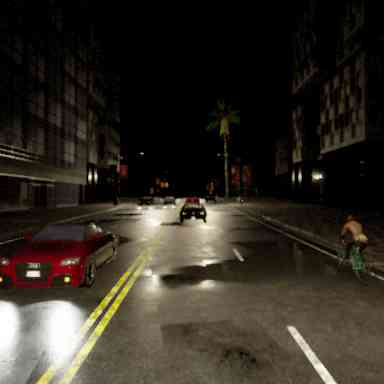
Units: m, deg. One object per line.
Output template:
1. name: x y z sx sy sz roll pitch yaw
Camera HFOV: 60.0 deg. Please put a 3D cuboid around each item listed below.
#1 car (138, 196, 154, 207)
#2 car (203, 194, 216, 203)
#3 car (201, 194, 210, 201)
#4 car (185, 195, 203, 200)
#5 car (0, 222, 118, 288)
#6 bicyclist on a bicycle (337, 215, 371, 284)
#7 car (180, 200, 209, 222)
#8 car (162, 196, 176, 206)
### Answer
1. car: -6.596 1.275 48.183 1.882 1.535 5.008 0 0 0
2. car: 3.329 1.272 60.585 1.837 1.490 4.892 0 0 0
3. car: 3.223 1.228 78.814 1.882 1.535 5.008 0 0 0
4. car: 0.083 1.149 48.158 2.097 1.767 4.553 0 0 0
5. car: -3.353 1.533 9.018 1.994 1.385 4.181 0 0 0
6. bicyclist on a bicycle: 4.143 1.424 8.553 0.582 1.620 1.656 0 0 0
7. car: 0.091 1.496 25.028 1.895 1.301 4.718 0 0 0
8. car: -3.342 1.339 50.026 2.033 1.411 5.357 0 0 0
